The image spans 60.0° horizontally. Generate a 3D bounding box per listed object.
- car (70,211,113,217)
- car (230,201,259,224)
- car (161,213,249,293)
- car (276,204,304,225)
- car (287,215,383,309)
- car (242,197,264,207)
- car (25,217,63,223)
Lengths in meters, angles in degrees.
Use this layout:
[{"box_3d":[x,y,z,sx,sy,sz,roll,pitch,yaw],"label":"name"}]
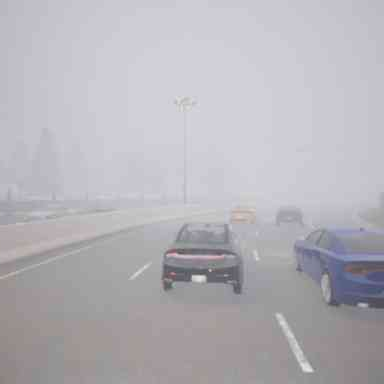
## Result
[{"box_3d":[-7.301,1.800,25.557,1.895,1.301,4.718,0,0,15],"label":"car"},{"box_3d":[4.326,1.710,27.062,1.882,1.535,5.008,0,-1,18],"label":"car"},{"box_3d":[0.417,1.569,9.168,2.128,1.511,4.902,0,0,6],"label":"car"},{"box_3d":[7.536,1.705,25.626,1.882,1.535,5.008,0,-1,17],"label":"car"},{"box_3d":[3.805,1.553,8.112,1.882,1.535,5.008,0,0,6],"label":"car"},{"box_3d":[11.551,1.892,62.678,2.097,1.767,4.553,0,-1,39],"label":"car"},{"box_3d":[-10.810,1.720,25.771,1.812,1.442,4.674,0,-1,15],"label":"car"}]
